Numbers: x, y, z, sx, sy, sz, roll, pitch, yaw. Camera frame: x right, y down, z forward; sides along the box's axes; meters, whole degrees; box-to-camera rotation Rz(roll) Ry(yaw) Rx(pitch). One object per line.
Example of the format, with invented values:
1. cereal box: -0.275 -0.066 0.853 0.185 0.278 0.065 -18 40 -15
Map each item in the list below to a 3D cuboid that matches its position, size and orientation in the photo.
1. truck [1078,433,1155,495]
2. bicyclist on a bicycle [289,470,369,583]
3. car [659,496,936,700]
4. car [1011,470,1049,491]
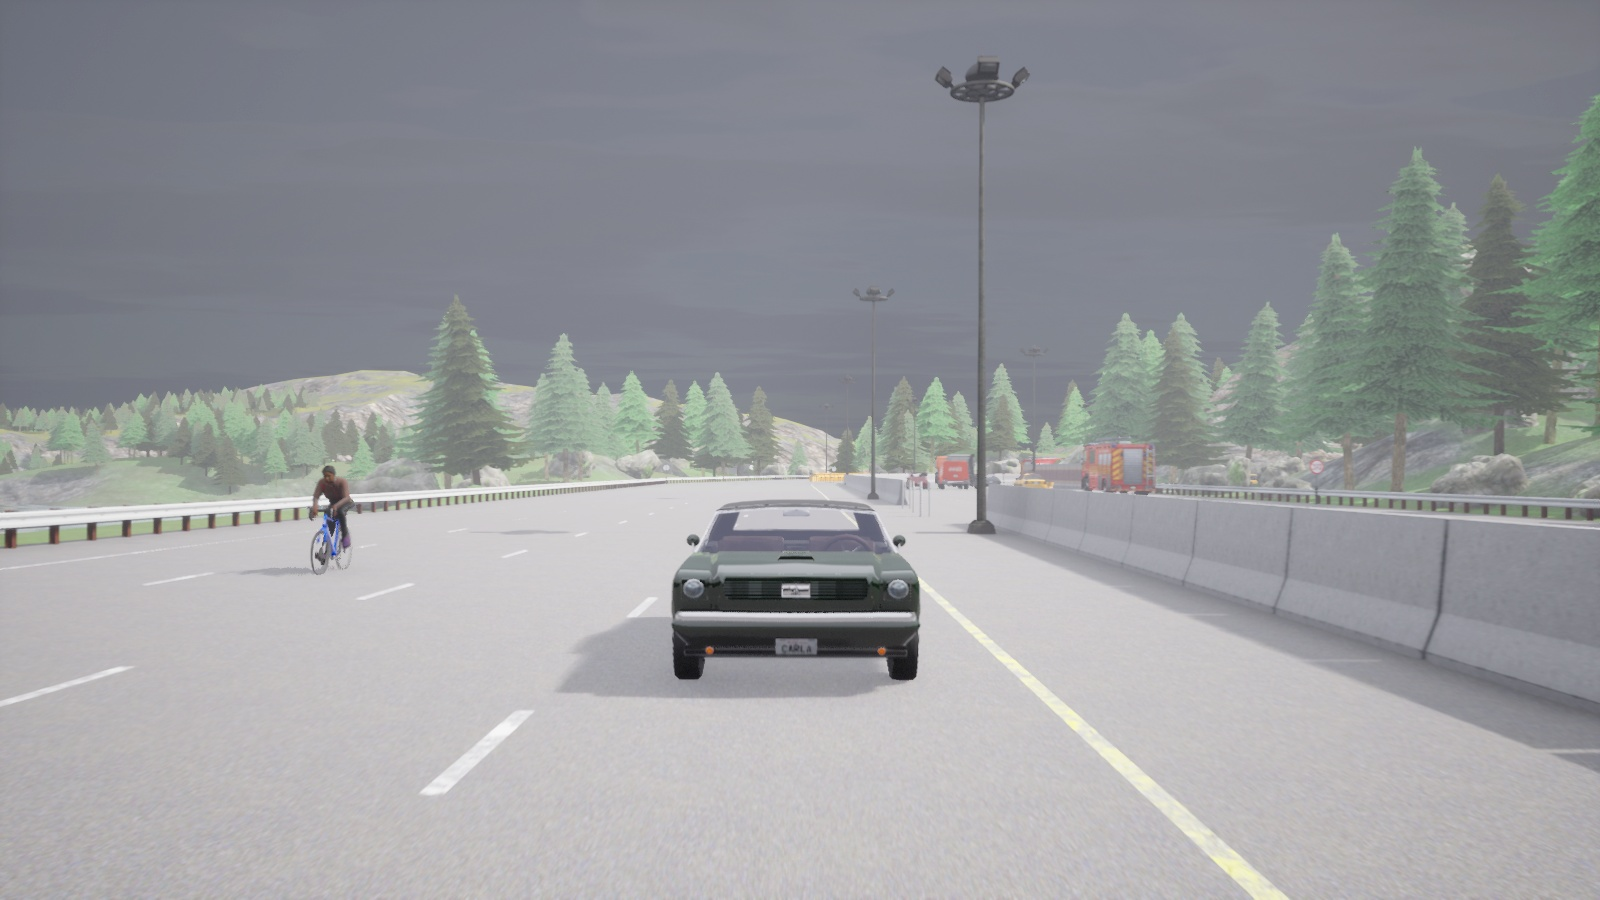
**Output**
1. truck: 20.800 0.955 82.935 2.891 3.827 8.468 0 -1 0
2. bicyclist on a bicycle: -7.044 1.111 18.849 0.582 1.620 1.656 0 -1 0
3. car: -0.025 1.099 10.976 1.895 1.301 4.718 0 -1 0
4. car: 17.261 2.268 94.467 1.801 1.575 5.366 0 -1 0
